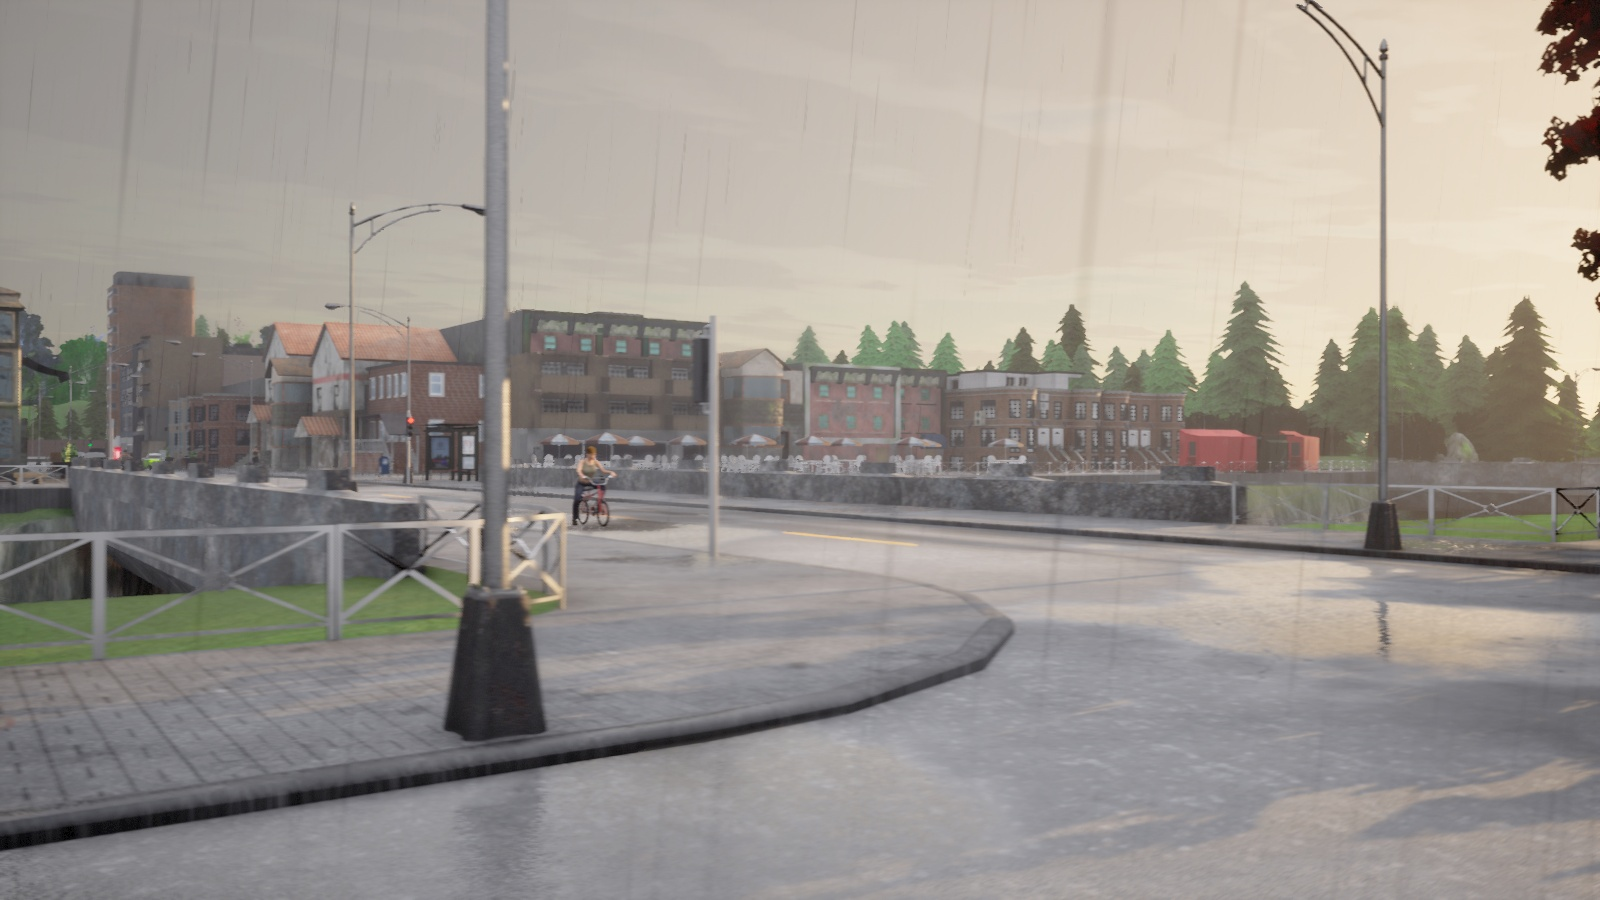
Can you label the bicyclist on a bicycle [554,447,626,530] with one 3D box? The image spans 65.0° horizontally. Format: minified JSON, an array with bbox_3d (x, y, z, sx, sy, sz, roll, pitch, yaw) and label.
[{"bbox_3d":[-4.250,0.749,25.358,0.866,1.612,1.509,0,0,-34],"label":"bicyclist on a bicycle"}]
